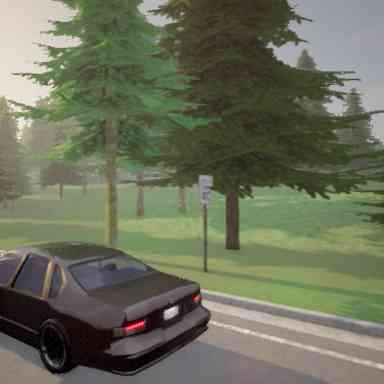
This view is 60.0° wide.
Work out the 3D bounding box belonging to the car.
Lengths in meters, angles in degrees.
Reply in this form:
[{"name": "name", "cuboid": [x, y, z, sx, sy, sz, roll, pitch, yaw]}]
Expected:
[{"name": "car", "cuboid": [-2.304, 1.580, 5.635, 5.357, 1.411, 2.033, 0, 0, 36]}]
